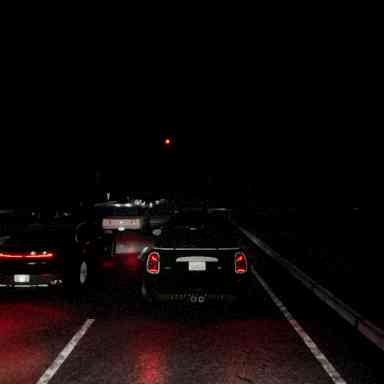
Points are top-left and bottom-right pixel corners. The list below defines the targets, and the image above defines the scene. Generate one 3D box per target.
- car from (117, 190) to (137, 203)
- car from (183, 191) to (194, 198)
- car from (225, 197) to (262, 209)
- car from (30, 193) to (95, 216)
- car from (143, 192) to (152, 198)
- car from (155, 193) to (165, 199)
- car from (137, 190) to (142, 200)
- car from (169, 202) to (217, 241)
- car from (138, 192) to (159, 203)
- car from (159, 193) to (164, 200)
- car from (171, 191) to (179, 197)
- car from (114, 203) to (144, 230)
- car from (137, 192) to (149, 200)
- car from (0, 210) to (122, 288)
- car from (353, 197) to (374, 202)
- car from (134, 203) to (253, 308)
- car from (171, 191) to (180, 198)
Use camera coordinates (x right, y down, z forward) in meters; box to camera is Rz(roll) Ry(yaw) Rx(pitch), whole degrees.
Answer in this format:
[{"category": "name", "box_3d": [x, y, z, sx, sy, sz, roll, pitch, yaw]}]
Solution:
[{"category": "car", "box_3d": [-10.707, 0.928, 53.818, 2.097, 1.767, 4.553, 0, 0, 0]}, {"category": "car", "box_3d": [-0.698, 0.707, 86.045, 1.812, 1.442, 4.674, 0, 1, -4]}, {"category": "car", "box_3d": [5.862, 1.276, 38.322, 4.181, 1.385, 1.994, 0, 0, -10]}, {"category": "car", "box_3d": [-7.210, 1.100, 19.158, 2.150, 2.045, 5.566, 0, 1, -1]}, {"category": "car", "box_3d": [-11.085, 0.749, 83.705, 1.812, 1.442, 4.674, 0, 1, -2]}, {"category": "car", "box_3d": [-7.318, 0.870, 76.462, 2.033, 1.411, 5.357, 0, 1, -1]}, {"category": "car", "box_3d": [-10.694, 0.709, 63.259, 2.150, 2.045, 5.566, 0, 1, 0]}, {"category": "car", "box_3d": [0.057, 1.388, 17.237, 2.128, 1.511, 4.902, 0, 0, 1]}, {"category": "car", "box_3d": [-7.211, 1.105, 55.967, 2.033, 1.411, 5.357, 0, 1, 0]}, {"category": "car", "box_3d": [-7.185, 1.005, 66.035, 2.033, 1.411, 5.357, 0, 1, 1]}, {"category": "car", "box_3d": [-4.937, 0.541, 95.504, 1.837, 1.490, 4.892, 0, 1, -7]}, {"category": "car", "box_3d": [-3.439, 1.487, 18.413, 1.895, 1.301, 4.718, 0, 1, 0]}, {"category": "car", "box_3d": [-10.747, 0.894, 73.484, 2.128, 1.511, 4.902, 0, 1, -1]}, {"category": "car", "box_3d": [-3.417, 1.468, 9.093, 1.837, 1.490, 4.892, 0, 0, 0]}, {"category": "car", "box_3d": [21.894, 1.248, 39.692, 5.357, 1.411, 2.033, 0, 1, -3]}, {"category": "car", "box_3d": [0.087, 1.323, 8.041, 2.097, 1.767, 4.553, 0, 0, 0]}, {"category": "car", "box_3d": [-4.157, 0.681, 85.345, 1.882, 1.535, 5.008, 0, 1, -4]}]
